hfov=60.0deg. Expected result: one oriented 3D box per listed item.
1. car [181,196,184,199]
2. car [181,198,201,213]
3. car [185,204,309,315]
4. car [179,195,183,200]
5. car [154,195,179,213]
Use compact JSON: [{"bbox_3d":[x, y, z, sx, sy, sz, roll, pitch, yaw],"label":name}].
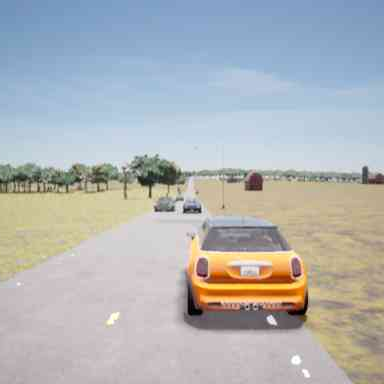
[{"bbox_3d":[-0.034,1.453,45.483,2.033,1.411,5.357,0,0,0],"label":"car"},{"bbox_3d":[0.032,1.500,35.046,1.895,1.301,4.718,0,0,0],"label":"car"},{"bbox_3d":[0.954,1.314,7.613,2.097,1.767,4.553,0,0,0],"label":"car"},{"bbox_3d":[-2.835,1.508,80.086,2.033,1.411,5.357,0,0,0],"label":"car"},{"bbox_3d":[-2.887,1.251,35.964,2.097,1.767,4.553,0,0,0],"label":"car"}]
